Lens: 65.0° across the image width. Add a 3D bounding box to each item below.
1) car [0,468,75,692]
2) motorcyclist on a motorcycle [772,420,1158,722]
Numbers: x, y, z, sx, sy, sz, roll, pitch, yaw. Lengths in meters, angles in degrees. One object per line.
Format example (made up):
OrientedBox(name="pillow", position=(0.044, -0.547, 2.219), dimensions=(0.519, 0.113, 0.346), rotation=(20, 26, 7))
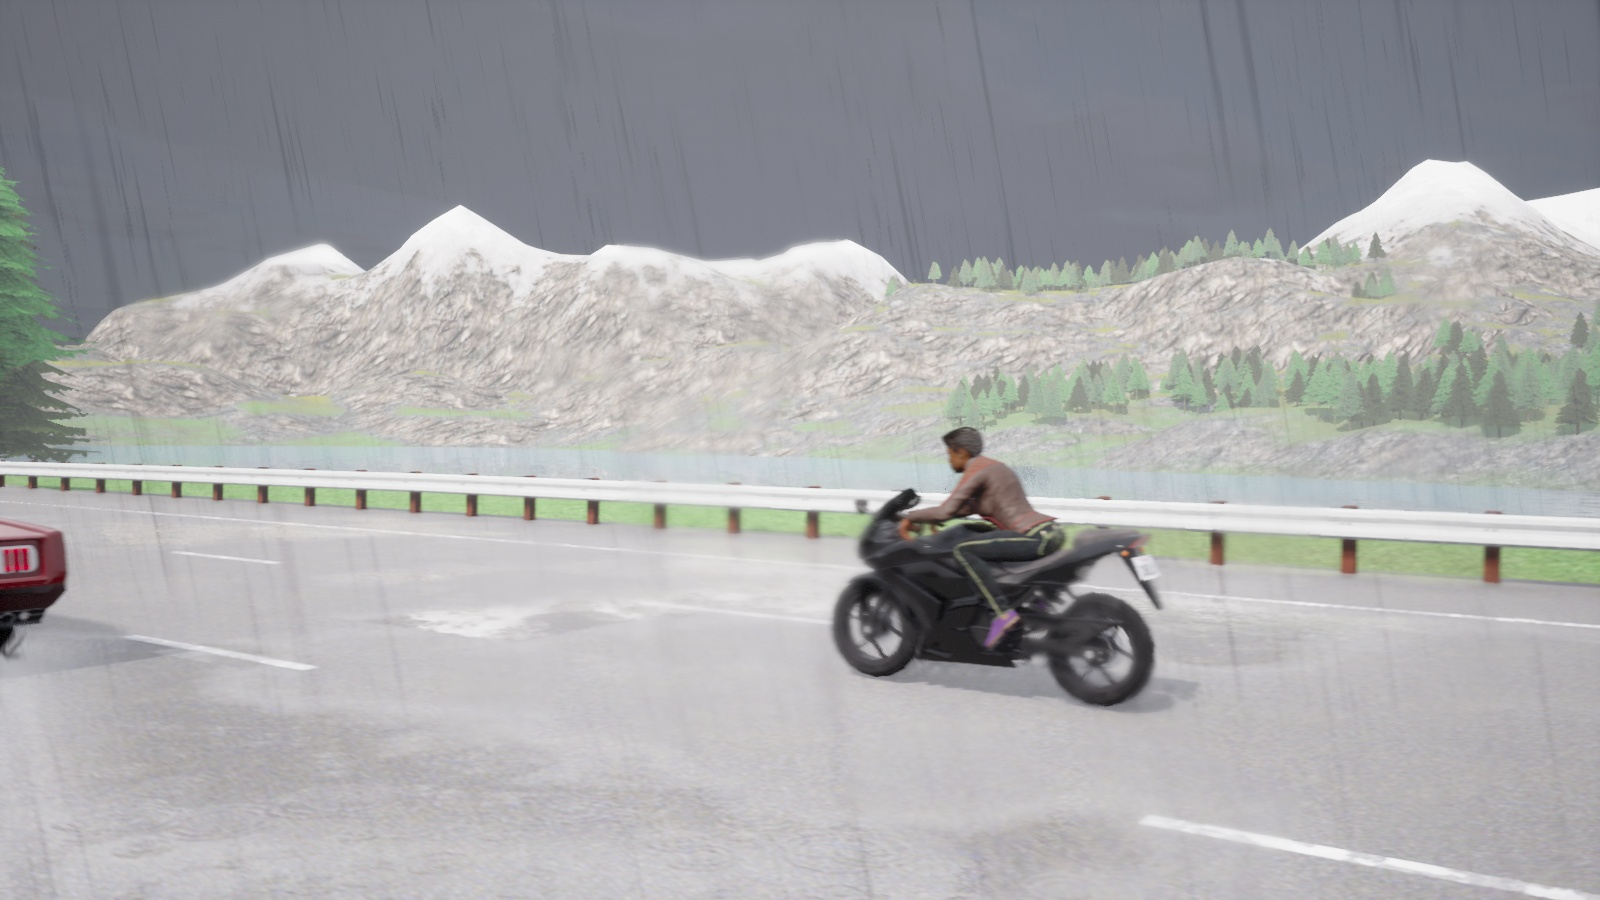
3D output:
OrientedBox(name="car", position=(-6.969, 0.782, 8.256), dimensions=(4.718, 1.301, 1.895), rotation=(0, 1, 34))
OrientedBox(name="motorcyclist on a motorcycle", position=(0.914, 0.606, 7.218), dimensions=(2.044, 1.523, 0.797), rotation=(0, 1, 34))
